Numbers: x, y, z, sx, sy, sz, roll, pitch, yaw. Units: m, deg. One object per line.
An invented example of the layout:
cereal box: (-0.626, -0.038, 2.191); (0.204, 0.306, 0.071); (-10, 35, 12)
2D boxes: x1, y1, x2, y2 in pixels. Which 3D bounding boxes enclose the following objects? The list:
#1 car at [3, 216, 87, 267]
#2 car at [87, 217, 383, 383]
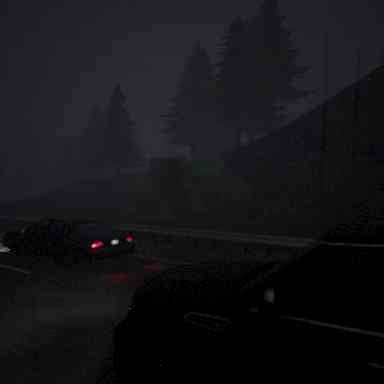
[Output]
car: (-4.342, 1.544, 11.391); (5.357, 1.411, 2.033); (0, 0, 36)
car: (1.837, 1.222, 2.681); (5.566, 2.045, 2.150); (0, 0, 36)
